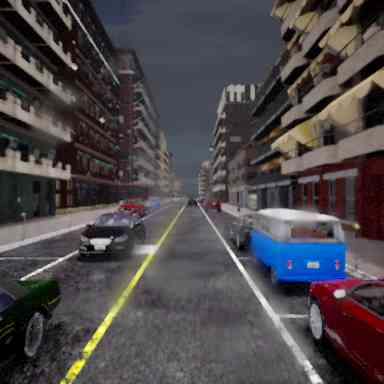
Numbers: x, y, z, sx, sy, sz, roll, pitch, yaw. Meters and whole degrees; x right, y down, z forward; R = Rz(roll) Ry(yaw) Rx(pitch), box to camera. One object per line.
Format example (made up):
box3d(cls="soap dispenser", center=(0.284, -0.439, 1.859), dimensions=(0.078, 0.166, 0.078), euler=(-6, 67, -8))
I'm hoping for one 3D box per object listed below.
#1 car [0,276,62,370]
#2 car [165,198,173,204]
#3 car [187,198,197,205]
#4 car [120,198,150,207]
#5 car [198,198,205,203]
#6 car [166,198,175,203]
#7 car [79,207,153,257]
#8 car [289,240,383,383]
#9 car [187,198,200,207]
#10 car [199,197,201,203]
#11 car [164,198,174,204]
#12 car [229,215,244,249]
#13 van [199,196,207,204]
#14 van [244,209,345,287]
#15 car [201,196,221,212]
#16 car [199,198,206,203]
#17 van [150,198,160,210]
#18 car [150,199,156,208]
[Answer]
box3d(cls="car", center=(-3.091, 1.625, 3.283), dimensions=(1.895, 1.301, 4.718), euler=(0, 0, 0))
box3d(cls="car", center=(-5.647, 2.177, 82.697), dimensions=(1.752, 1.417, 4.829), euler=(0, 0, 0))
box3d(cls="car", center=(0.032, 1.976, 71.480), dimensions=(2.128, 1.511, 4.902), euler=(0, 0, 0))
box3d(cls="car", center=(-5.666, 1.551, 31.911), dimensions=(2.192, 1.841, 5.009), euler=(0, 0, 0))
box3d(cls="car", center=(2.738, 2.318, 94.187), dimensions=(1.947, 1.339, 4.313), euler=(0, -1, 0))
box3d(cls="car", center=(-5.644, 2.253, 88.529), dimensions=(2.008, 1.369, 4.403), euler=(0, 0, 0))
box3d(cls="car", center=(-3.023, 1.589, 13.466), dimensions=(2.128, 1.511, 4.902), euler=(0, 0, 1))
box3d(cls="car", center=(2.700, 1.571, 3.596), dimensions=(1.887, 1.381, 4.507), euler=(0, 0, 0))
box3d(cls="car", center=(0.030, 1.972, 61.057), dimensions=(1.837, 1.490, 4.892), euler=(0, 0, 0))
box3d(cls="car", center=(2.724, 2.042, 60.215), dimensions=(1.802, 1.307, 4.206), euler=(0, 0, 0))
box3d(cls="car", center=(-5.650, 2.128, 77.034), dimensions=(1.752, 1.417, 4.829), euler=(0, 0, 0))
box3d(cls="car", center=(2.704, 1.659, 14.921), dimensions=(2.008, 1.369, 4.403), euler=(0, 0, 0))
box3d(cls="van", center=(2.735, 1.994, 82.865), dimensions=(1.690, 1.788, 3.998), euler=(0, 0, 0))
box3d(cls="van", center=(2.704, 1.408, 9.261), dimensions=(1.690, 1.788, 3.998), euler=(0, 0, 0))
box3d(cls="car", center=(2.718, 1.638, 43.232), dimensions=(2.192, 1.841, 5.009), euler=(0, 0, 0))
box3d(cls="car", center=(2.736, 2.247, 88.526), dimensions=(1.887, 1.381, 4.507), euler=(0, -1, 0))
box3d(cls="van", center=(-5.659, 1.709, 48.897), dimensions=(1.690, 1.788, 3.998), euler=(0, 0, 0))
box3d(cls="car", center=(-5.665, 1.830, 37.571), dimensions=(2.008, 1.369, 4.403), euler=(0, 0, 0))
